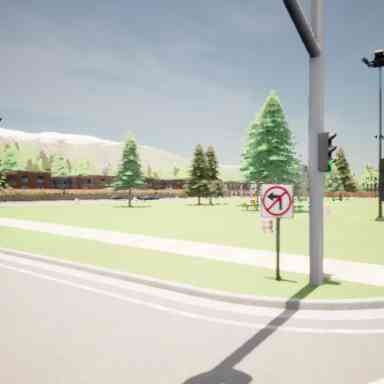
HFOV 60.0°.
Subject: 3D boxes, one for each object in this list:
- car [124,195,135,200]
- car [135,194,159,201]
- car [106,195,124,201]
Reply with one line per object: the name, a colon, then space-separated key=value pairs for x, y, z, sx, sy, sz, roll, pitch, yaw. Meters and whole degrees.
car: x=-12.637 y=1.283 z=77.244 sx=1.882 sy=1.535 sz=5.008 roll=0 pitch=0 yaw=35
car: x=-9.766 y=1.349 z=75.241 sx=2.033 sy=1.411 sz=5.357 roll=0 pitch=0 yaw=35
car: x=-18.378 y=1.339 z=81.249 sx=2.033 sy=1.411 sz=5.357 roll=0 pitch=0 yaw=35
